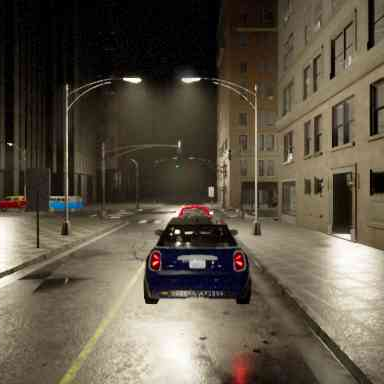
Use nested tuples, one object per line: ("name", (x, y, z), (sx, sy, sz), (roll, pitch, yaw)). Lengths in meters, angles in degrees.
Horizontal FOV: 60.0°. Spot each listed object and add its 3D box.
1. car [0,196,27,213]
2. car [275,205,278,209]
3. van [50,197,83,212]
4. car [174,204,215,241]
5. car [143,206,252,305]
("car", (-20.300, 1.387, 38.195), (5.009, 1.841, 2.192), (0, 0, -1))
("car", (12.184, 1.555, 38.632), (4.829, 1.417, 1.752), (0, 0, -1))
("van", (-14.659, 1.414, 38.271), (3.998, 1.788, 1.690), (0, 0, -1))
("car", (0.127, 1.491, 17.812), (1.882, 1.535, 5.008), (0, 0, 0))
("car", (0.113, 1.358, 8.289), (2.097, 1.767, 4.553), (0, 0, 0))
